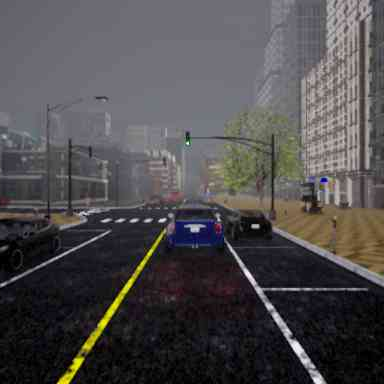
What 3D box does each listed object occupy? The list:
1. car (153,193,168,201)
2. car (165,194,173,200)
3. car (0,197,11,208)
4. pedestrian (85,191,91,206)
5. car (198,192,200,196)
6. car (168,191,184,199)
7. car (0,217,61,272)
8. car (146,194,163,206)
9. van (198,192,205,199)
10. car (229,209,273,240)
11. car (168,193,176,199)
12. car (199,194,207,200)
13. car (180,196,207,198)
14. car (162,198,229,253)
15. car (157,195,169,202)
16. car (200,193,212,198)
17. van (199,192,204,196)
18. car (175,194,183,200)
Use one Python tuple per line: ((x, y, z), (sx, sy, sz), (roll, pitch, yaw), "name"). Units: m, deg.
((-5.682, 1.043, 54.222), (2.192, 1.841, 5.009), (0, 0, 0), "car")
((-5.680, 1.117, 81.808), (1.752, 1.417, 4.829), (0, 0, 0), "car")
((-22.811, 1.150, 37.597), (4.206, 1.307, 1.802), (1, -1, -1), "car")
((-12.747, 0.833, 40.675), (0.375, 1.860, 0.375), (0, -1, -1), "pedestrian")
((2.699, 1.196, 70.878), (2.008, 1.369, 4.403), (0, 0, 0), "car")
((-3.020, 0.904, 63.147), (2.150, 2.045, 5.566), (0, 0, 1), "car")
((-5.686, 1.512, 10.657), (1.947, 1.339, 4.313), (0, 0, 0), "car")
((-5.683, 1.338, 48.672), (1.802, 1.307, 4.206), (0, 0, 0), "car")
((2.703, 0.877, 93.081), (1.690, 1.788, 3.998), (0, 0, 0), "van")
((2.694, 1.484, 16.196), (1.947, 1.339, 4.313), (0, 0, 0), "car")
((-5.679, 1.087, 93.080), (2.008, 1.369, 4.403), (0, 0, 0), "car")
((2.700, 1.156, 81.980), (1.947, 1.339, 4.313), (0, 0, 0), "car")
((0.101, 1.388, 31.685), (2.033, 1.411, 5.357), (0, 0, 0), "car")
((0.099, 1.285, 13.437), (2.097, 1.767, 4.553), (0, 0, 0), "car")
((-5.682, 1.224, 65.325), (2.008, 1.369, 4.403), (0, 0, 0), "car")
((2.698, 1.252, 54.395), (1.752, 1.417, 4.829), (0, 0, 0), "car")
((2.699, 1.041, 59.775), (1.690, 1.788, 3.998), (0, 0, 0), "van")
((-2.994, 1.131, 78.663), (1.812, 1.442, 4.674), (0, 0, 0), "car")
